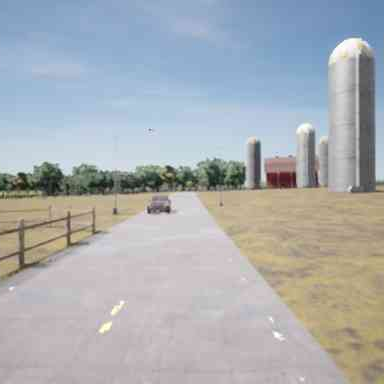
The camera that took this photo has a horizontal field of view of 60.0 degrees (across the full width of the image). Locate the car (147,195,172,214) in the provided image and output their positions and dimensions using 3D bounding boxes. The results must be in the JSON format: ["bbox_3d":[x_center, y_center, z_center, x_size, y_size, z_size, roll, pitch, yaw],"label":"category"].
[{"bbox_3d":[-3.064,1.063,31.838,2.097,1.767,4.553,0,1,-1],"label":"car"}]
